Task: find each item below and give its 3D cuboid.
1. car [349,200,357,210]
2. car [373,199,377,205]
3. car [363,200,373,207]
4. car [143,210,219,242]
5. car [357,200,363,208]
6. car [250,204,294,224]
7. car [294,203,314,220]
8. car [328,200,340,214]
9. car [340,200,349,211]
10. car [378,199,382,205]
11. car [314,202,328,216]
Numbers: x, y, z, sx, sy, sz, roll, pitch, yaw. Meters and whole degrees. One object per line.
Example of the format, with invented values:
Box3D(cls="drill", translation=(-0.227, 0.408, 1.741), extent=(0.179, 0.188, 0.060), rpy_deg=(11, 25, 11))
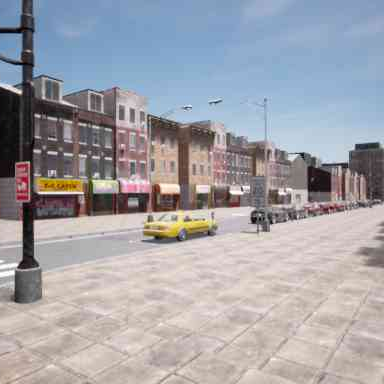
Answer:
Box3D(cls="car", translation=(22.346, 1.953, 48.847), extent=(2.008, 1.369, 4.403), rpy_deg=(-1, -1, 35))
Box3D(cls="car", translation=(35.387, 2.213, 67.184), extent=(1.887, 1.381, 4.507), rpy_deg=(-1, -2, 35))
Box3D(cls="car", translation=(32.128, 2.148, 62.601), extent=(2.008, 1.369, 4.403), rpy_deg=(-1, -1, 35))
Box3D(cls="car", translation=(-0.379, 1.598, 16.895), extent=(1.752, 1.417, 4.829), rpy_deg=(-1, -1, 35))
Box3D(cls="car", translation=(25.606, 2.014, 53.431), extent=(2.008, 1.369, 4.403), rpy_deg=(-1, -1, 35))
Box3D(cls="car", translation=(6.044, 1.715, 25.925), extent=(1.947, 1.339, 4.313), rpy_deg=(-1, -1, 35))
Box3D(cls="car", translation=(9.304, 1.743, 30.509), extent=(2.008, 1.369, 4.403), rpy_deg=(-1, -1, 35))
Box3D(cls="car", translation=(15.825, 1.835, 39.678), extent=(1.887, 1.381, 4.507), rpy_deg=(-1, -1, 35))
Box3D(cls="car", translation=(19.084, 1.784, 44.264), extent=(1.967, 1.590, 4.097), rpy_deg=(-1, -1, 35))
Box3D(cls="car", translation=(45.168, 2.462, 80.935), extent=(2.008, 1.369, 4.403), rpy_deg=(-2, -2, 35))
Box3D(cls="car", translation=(12.564, 1.822, 35.093), extent=(1.802, 1.307, 4.206), rpy_deg=(-1, -1, 35))
